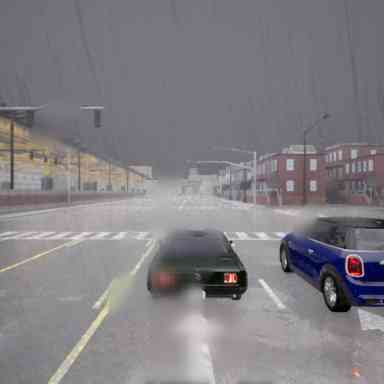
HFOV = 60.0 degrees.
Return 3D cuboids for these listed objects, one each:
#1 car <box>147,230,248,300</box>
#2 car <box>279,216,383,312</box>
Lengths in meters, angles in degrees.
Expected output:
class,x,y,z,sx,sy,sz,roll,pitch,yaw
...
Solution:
class,x,y,z,sx,sy,sz,roll,pitch,yaw
car,0.100,1.601,8.317,1.895,1.301,4.718,0,0,0
car,3.599,1.352,7.861,2.097,1.767,4.553,0,0,-1
